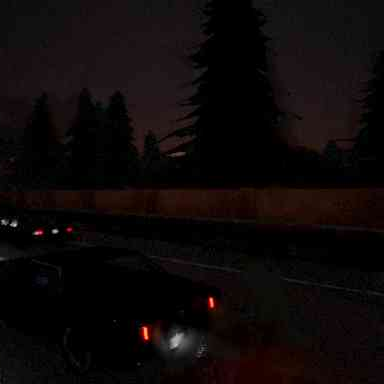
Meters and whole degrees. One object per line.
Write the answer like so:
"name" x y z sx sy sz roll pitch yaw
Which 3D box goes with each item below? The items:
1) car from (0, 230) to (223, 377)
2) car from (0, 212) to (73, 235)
"car" -1.945 1.606 5.592 4.718 1.301 1.895 0 0 37
"car" -7.109 1.555 14.352 5.357 1.411 2.033 0 0 41
